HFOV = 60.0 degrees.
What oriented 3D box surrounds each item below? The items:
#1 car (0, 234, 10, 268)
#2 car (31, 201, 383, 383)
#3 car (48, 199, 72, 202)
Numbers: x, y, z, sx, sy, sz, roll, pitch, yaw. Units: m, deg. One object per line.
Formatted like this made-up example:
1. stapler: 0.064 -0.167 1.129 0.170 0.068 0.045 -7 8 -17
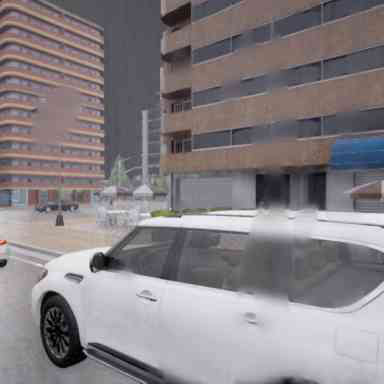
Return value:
1. car: -7.195 1.525 10.141 4.674 1.442 1.812 0 0 40
2. car: 0.288 1.221 3.983 5.566 2.045 2.150 0 0 39
3. car: -15.470 1.557 38.154 1.837 1.490 4.892 0 0 40
